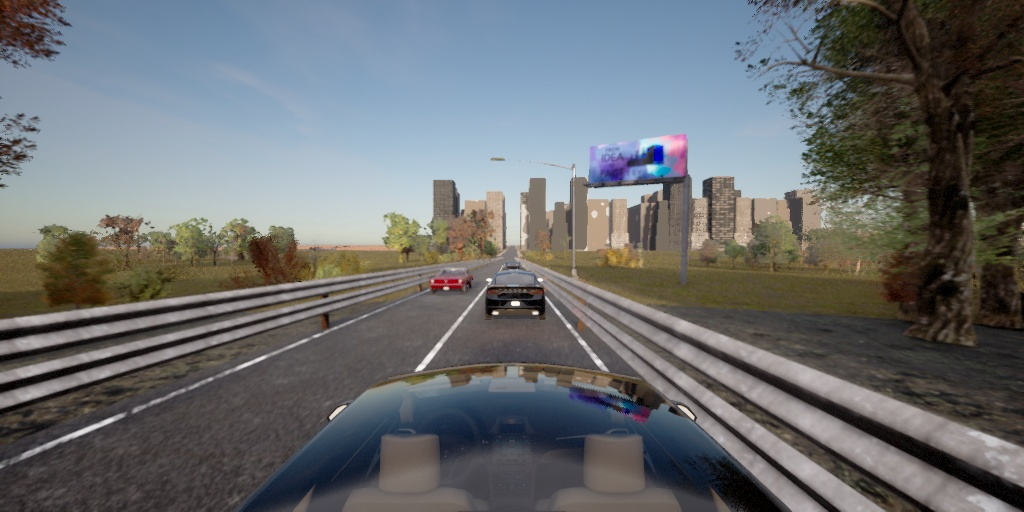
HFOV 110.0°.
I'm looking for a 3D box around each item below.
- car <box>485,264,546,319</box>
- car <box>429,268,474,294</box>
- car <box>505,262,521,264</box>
[{"bbox_3d":[0.099,1.224,12.804,1.882,1.535,5.008,0,0,0],"label":"car"},{"bbox_3d":[-3.341,1.345,20.440,1.895,1.301,4.718,0,0,0],"label":"car"},{"bbox_3d":[0.093,1.245,32.429,1.837,1.490,4.892,0,0,0],"label":"car"}]
